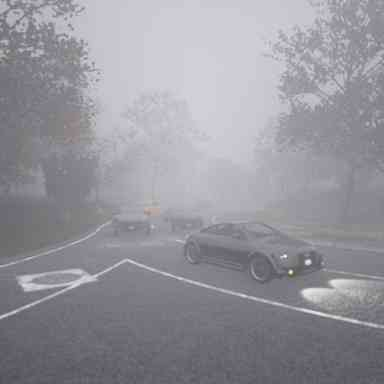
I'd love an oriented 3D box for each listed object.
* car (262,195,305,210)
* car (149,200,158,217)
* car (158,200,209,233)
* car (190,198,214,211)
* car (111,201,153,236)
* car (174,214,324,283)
[{"bbox_3d":[11.748,1.390,41.625,4.892,1.490,1.837,-1,-1,-14],"label":"car"},{"bbox_3d":[-3.863,1.464,28.023,1.882,1.535,5.008,0,0,14],"label":"car"},{"bbox_3d":[-0.656,1.466,19.954,1.882,1.535,5.008,-1,0,-11],"label":"car"},{"bbox_3d":[0.487,1.468,37.611,2.128,1.511,4.902,0,0,41],"label":"car"},{"bbox_3d":[-3.444,1.470,18.672,1.882,1.535,5.008,0,0,-11],"label":"car"},{"bbox_3d":[1.604,1.557,9.768,1.994,1.385,4.181,0,0,-40],"label":"car"}]
